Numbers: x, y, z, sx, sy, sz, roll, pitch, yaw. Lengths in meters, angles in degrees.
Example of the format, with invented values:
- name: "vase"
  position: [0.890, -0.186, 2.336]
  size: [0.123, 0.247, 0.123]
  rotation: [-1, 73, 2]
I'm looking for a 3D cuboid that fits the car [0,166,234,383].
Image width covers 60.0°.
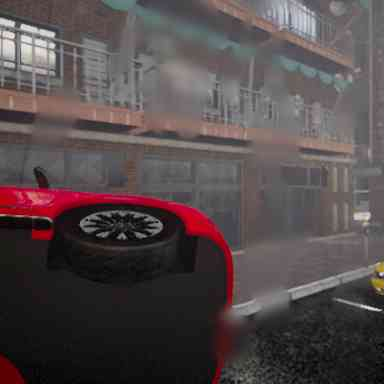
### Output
- name: "car"
  position: [-2.467, 0.965, 3.274]
  size: [5.566, 2.150, 2.045]
  rotation: [4, 14, -9]

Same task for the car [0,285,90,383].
- name: "car"
  position: [-2.824, 1.549, 0.852]
  size: [4.507, 1.381, 1.887]
  rotation: [0, 0, -38]

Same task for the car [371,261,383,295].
- name: "car"
  position: [5.778, 1.513, 7.521]
  size: [4.829, 1.417, 1.752]
  rotation: [0, 0, -38]
